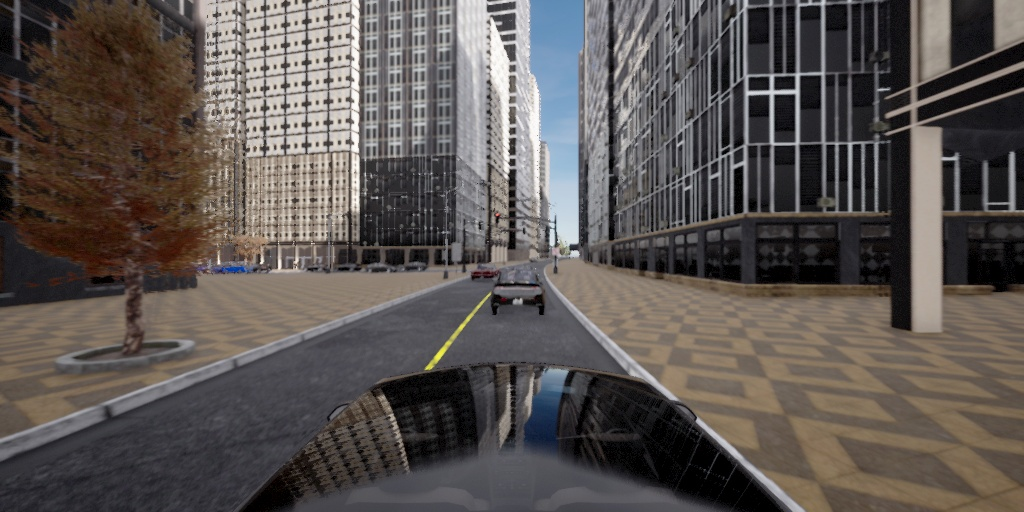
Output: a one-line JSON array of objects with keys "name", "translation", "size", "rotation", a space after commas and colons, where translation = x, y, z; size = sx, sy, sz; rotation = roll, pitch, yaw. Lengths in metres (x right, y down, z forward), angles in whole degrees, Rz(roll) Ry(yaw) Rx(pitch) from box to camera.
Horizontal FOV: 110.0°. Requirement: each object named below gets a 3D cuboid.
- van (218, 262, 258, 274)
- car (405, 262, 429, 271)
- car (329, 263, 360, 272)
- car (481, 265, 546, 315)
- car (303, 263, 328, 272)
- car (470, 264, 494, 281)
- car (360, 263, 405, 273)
[{"name": "van", "translation": [-38.367, 1.692, 50.241], "size": [3.998, 1.789, 1.690], "rotation": [0, 0, 12]}, {"name": "car", "translation": [-14.597, 1.554, 53.617], "size": [4.403, 1.370, 2.007], "rotation": [0, 0, 12]}, {"name": "car", "translation": [-25.586, 1.758, 56.023], "size": [4.313, 1.339, 1.948], "rotation": [0, 0, 12]}, {"name": "car", "translation": [0.257, 1.238, 13.619], "size": [2.128, 1.511, 4.902], "rotation": [0, 0, 2]}, {"name": "car", "translation": [-31.080, 1.854, 57.225], "size": [4.313, 1.339, 1.948], "rotation": [0, 0, 12]}, {"name": "car", "translation": [-2.194, 1.334, 29.740], "size": [1.895, 1.301, 4.718], "rotation": [0, 0, 4]}, {"name": "car", "translation": [-16.388, 1.521, 45.430], "size": [4.403, 1.370, 2.007], "rotation": [0, 0, 12]}]
